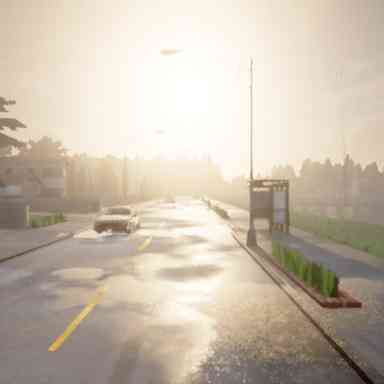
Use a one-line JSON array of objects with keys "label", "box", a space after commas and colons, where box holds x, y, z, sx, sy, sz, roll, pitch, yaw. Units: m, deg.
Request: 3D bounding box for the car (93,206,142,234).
[{"label": "car", "box": [-4.100, 1.525, 19.201, 2.033, 1.411, 5.357, 0, 0, 0]}]

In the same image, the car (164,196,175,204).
[{"label": "car", "box": [-4.035, 1.421, 60.641, 2.128, 1.511, 4.902, 0, 0, 1]}]

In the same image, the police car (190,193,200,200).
[{"label": "police car", "box": [1.160, 1.289, 95.536, 1.930, 1.638, 5.238, -2, -1, 0]}]
